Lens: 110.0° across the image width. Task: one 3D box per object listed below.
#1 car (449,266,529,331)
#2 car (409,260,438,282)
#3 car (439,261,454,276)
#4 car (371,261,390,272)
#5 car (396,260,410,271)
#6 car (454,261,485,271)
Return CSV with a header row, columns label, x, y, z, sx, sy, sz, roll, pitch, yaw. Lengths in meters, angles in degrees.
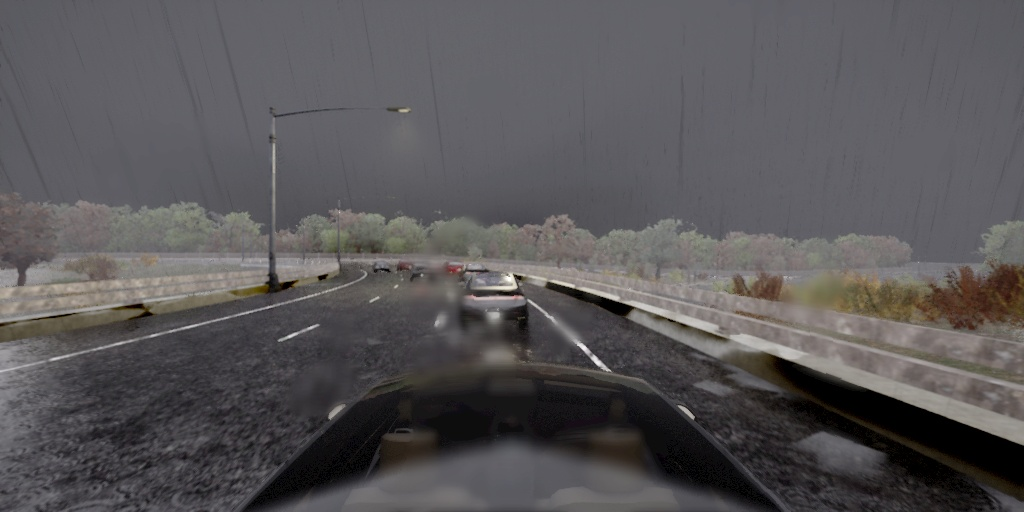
label,x,y,z,sx,sy,sz,roll,pitch,yaw
car,-0.628,1.251,11.118,2.128,1.511,4.902,0,0,-5
car,-7.395,1.286,29.773,1.837,1.490,4.892,0,0,-15
car,-6.016,1.264,37.238,1.882,1.535,5.008,0,-1,-19
car,-16.895,1.347,46.047,2.033,1.411,5.357,0,0,-25
car,-14.717,1.280,49.347,1.882,1.535,5.008,0,-1,-25
car,-2.628,1.264,24.642,2.128,1.511,4.902,0,0,-12
